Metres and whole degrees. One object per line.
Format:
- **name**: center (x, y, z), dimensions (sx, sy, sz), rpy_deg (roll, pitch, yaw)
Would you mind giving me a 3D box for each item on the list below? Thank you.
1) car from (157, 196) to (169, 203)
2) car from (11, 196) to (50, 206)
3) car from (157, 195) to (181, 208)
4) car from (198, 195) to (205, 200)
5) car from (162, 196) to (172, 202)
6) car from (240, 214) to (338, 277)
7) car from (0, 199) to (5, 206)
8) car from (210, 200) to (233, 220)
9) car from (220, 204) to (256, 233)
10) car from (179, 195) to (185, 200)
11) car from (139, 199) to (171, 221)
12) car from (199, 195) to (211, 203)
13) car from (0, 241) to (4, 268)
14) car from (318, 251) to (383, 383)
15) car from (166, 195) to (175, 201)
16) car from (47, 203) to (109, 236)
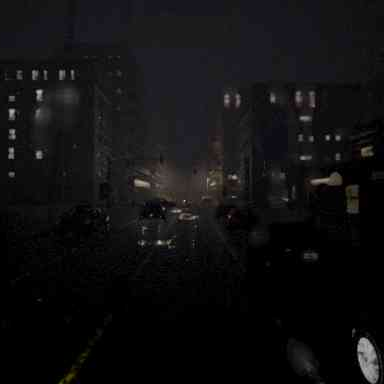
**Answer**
- **car**: center (-5.757, 1.517, 66.688), dimensions (1.887, 1.381, 4.507), rpy_deg (0, 0, 0)
- **car**: center (-19.985, 1.139, 41.335), dimensions (4.507, 1.381, 1.887), rpy_deg (1, -2, 0)
- **car**: center (-3.993, 1.504, 44.232), dimensions (4.181, 1.385, 1.994), rpy_deg (1, 0, -1)
- **car**: center (2.721, 1.523, 93.783), dimensions (1.887, 1.381, 4.507), rpy_deg (0, 0, 0)
- **car**: center (-5.663, 1.525, 76.791), dimensions (2.008, 1.369, 4.403), rpy_deg (0, 0, 0)
- **car**: center (2.830, 1.558, 9.990), dimensions (1.947, 1.339, 4.313), rpy_deg (0, 0, 0)
- **car**: center (-25.666, 1.033, 41.360), dimensions (4.507, 1.381, 1.887), rpy_deg (1, -2, 0)
- **car**: center (2.834, 1.527, 27.993), dimensions (1.887, 1.381, 4.507), rpy_deg (0, 0, 0)
- **car**: center (2.832, 1.569, 18.991), dimensions (1.802, 1.307, 4.206), rpy_deg (0, 0, 0)
- **car**: center (-2.976, 1.455, 88.859), dimensions (1.882, 1.535, 5.008), rpy_deg (0, 0, 0)
- **car**: center (-3.061, 1.547, 26.955), dimensions (1.994, 1.385, 4.181), rpy_deg (0, 0, 0)
- **car**: center (2.826, 1.412, 65.464), dimensions (1.967, 1.590, 4.097), rpy_deg (0, 0, 0)
- **car**: center (-5.804, 1.546, 7.074), dimensions (2.008, 1.369, 4.403), rpy_deg (0, 0, 0)
- **car**: center (2.799, 1.549, 2.445), dimensions (2.008, 1.369, 4.403), rpy_deg (0, 0, 0)
- **car**: center (-5.660, 1.543, 88.121), dimensions (1.947, 1.339, 4.313), rpy_deg (0, 0, 0)
- **car**: center (-5.807, 1.428, 17.893), dimensions (1.967, 1.590, 4.097), rpy_deg (0, 0, 0)
